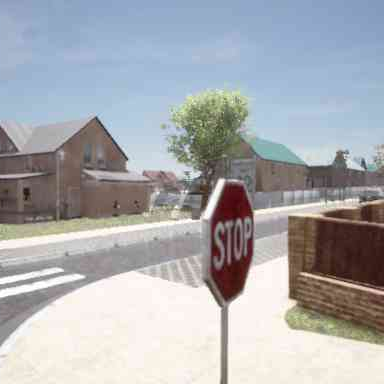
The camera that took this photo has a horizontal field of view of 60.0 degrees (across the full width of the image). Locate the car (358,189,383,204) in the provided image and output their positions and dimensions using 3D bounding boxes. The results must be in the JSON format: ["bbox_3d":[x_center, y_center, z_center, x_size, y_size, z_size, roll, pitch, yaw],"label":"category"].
[{"bbox_3d":[18.672,0.499,33.992,2.097,1.767,4.553,0,1,42],"label":"car"}]
